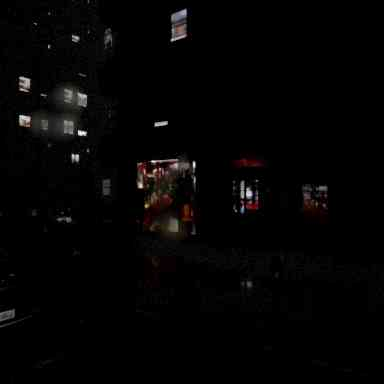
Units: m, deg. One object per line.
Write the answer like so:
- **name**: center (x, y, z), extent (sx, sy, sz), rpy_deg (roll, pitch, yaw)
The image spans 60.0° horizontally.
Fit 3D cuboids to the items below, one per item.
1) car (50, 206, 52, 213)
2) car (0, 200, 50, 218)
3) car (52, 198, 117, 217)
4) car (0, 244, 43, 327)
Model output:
- **car**: center (-10.904, 1.250, 30.513), extent (1.752, 1.417, 4.829), rpy_deg (1, 1, 35)
- **car**: center (-13.999, 1.350, 26.092), extent (2.008, 1.369, 4.403), rpy_deg (1, 1, 35)
- **car**: center (-8.887, 1.274, 28.899), extent (2.033, 1.411, 5.357), rpy_deg (0, 1, 35)
- **car**: center (-4.463, 1.551, 6.069), extent (4.403, 1.369, 2.008), rpy_deg (0, 0, 36)
